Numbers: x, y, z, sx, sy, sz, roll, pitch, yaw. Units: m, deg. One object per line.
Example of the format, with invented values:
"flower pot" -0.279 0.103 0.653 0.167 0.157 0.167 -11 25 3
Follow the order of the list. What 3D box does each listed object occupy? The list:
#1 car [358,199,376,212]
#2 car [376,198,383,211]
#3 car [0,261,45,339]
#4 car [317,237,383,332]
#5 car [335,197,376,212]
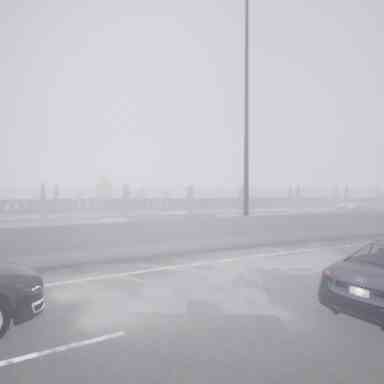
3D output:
"car" 16.271 1.480 27.228 4.181 1.385 1.994 0 0 -19
"car" 16.315 1.156 23.593 5.566 2.045 2.150 0 0 -19
"car" -4.679 1.473 4.574 4.892 1.490 1.837 0 0 -36
"car" 4.357 1.545 6.280 4.181 1.385 1.994 0 0 -31
"car" 15.549 1.251 30.665 4.553 1.767 2.097 0 0 -18
